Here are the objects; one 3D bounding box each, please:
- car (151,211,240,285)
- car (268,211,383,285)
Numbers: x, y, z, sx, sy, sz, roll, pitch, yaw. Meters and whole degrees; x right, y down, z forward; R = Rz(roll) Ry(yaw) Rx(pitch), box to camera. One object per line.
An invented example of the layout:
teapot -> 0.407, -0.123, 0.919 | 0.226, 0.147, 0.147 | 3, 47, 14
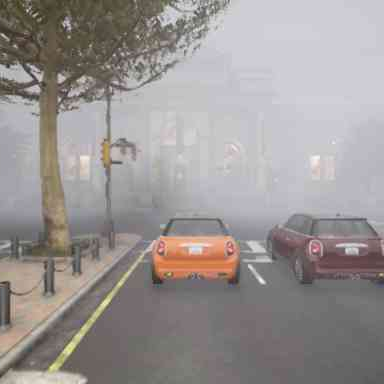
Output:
car -> 0.087, 1.343, 9.635 | 2.097, 1.767, 4.553 | 0, 0, 0
car -> 3.619, 1.343, 9.602 | 2.097, 1.767, 4.553 | 0, 0, 1
